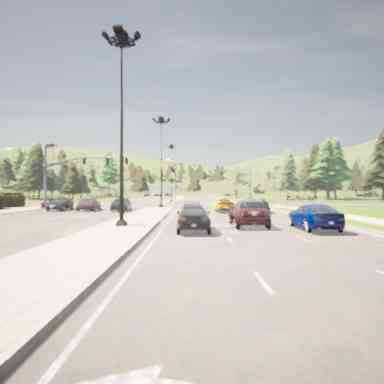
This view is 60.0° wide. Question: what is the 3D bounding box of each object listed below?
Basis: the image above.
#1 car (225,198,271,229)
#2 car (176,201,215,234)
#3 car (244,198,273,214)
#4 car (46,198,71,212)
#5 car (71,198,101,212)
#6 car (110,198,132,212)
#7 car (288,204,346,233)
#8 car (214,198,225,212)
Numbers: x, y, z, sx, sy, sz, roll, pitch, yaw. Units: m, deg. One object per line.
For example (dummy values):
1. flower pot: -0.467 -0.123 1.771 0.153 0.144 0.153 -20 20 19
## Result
1. car: 3.571 1.305 21.232 2.097 1.767 4.553 0 0 0
2. car: 0.083 1.484 18.792 1.812 1.442 4.674 0 0 0
3. car: 6.988 1.412 35.670 2.128 1.511 4.902 0 0 0
4. car: -15.125 1.415 38.330 2.128 1.511 4.902 0 0 0
5. car: -11.627 1.442 37.613 1.812 1.442 4.674 0 0 0
6. car: -8.126 1.443 38.330 1.837 1.490 4.892 0 0 0
7. car: 7.080 1.435 19.392 1.882 1.535 5.008 0 0 0
8. car: 3.484 1.396 36.953 1.882 1.535 5.008 0 0 0
